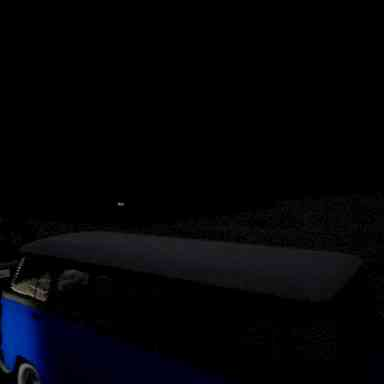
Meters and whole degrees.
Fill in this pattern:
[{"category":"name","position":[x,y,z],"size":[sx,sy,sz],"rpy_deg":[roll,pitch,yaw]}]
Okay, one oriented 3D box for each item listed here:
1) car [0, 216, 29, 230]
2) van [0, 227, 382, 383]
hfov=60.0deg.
[{"category":"car","position":[-4.918,1.395,6.579],"size":[5.009,1.841,2.192],"rpy_deg":[-1,0,35]},{"category":"van","position":[-0.319,1.363,3.299],"size":[3.998,1.788,1.690],"rpy_deg":[-1,0,35]}]
